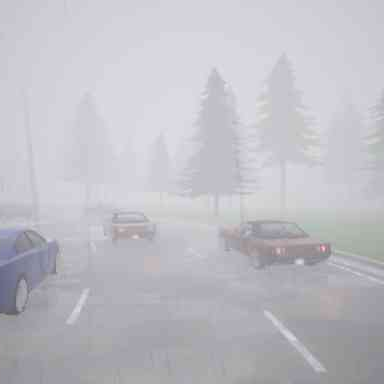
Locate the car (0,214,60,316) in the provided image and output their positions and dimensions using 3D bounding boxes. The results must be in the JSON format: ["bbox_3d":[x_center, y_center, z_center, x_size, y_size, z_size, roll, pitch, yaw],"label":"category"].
[{"bbox_3d":[-4.329,1.505,7.408,1.882,1.535,5.008,0,0,-10],"label":"car"}]

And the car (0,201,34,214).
[{"bbox_3d":[-15.583,1.645,28.713,5.357,1.411,2.033,0,0,43],"label":"car"}]

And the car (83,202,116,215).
[{"bbox_3d":[-8.660,1.632,31.725,1.895,1.301,4.718,-1,0,-42],"label":"car"}]

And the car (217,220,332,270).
[{"bbox_3d":[2.354,1.564,11.006,1.895,1.301,4.718,0,0,-13],"label":"car"}]

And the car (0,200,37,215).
[{"bbox_3d":[-18.612,1.641,35.427,4.674,1.442,1.812,0,0,36],"label":"car"}]

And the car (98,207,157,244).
[{"bbox_3d":[-3.188,1.606,16.089,1.895,1.301,4.718,0,0,-22],"label":"car"}]
